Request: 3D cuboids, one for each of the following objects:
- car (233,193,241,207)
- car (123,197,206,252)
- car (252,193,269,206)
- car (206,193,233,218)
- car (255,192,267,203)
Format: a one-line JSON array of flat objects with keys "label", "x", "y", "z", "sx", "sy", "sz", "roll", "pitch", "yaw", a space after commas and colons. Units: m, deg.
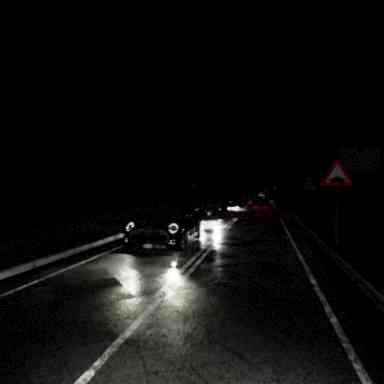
[{"label": "car", "x": 4.964, "y": 0.923, "z": 40.585, "sx": 2.128, "sy": 1.511, "sz": 4.902, "roll": 1, "pitch": 1, "yaw": 13}, {"label": "car", "x": -1.005, "y": 1.188, "z": 13.285, "sx": 2.097, "sy": 1.767, "sz": 4.553, "roll": 1, "pitch": 1, "yaw": 12}, {"label": "car", "x": 8.504, "y": 0.932, "z": 41.307, "sx": 2.128, "sy": 1.511, "sz": 4.902, "roll": 1, "pitch": 1, "yaw": 12}, {"label": "car", "x": 1.706, "y": 1.015, "z": 25.782, "sx": 2.128, "sy": 1.511, "sz": 4.902, "roll": 1, "pitch": 6, "yaw": 12}, {"label": "car", "x": 10.745, "y": 0.822, "z": 51.524, "sx": 1.812, "sy": 1.442, "sz": 4.674, "roll": 1, "pitch": 1, "yaw": 12}]
